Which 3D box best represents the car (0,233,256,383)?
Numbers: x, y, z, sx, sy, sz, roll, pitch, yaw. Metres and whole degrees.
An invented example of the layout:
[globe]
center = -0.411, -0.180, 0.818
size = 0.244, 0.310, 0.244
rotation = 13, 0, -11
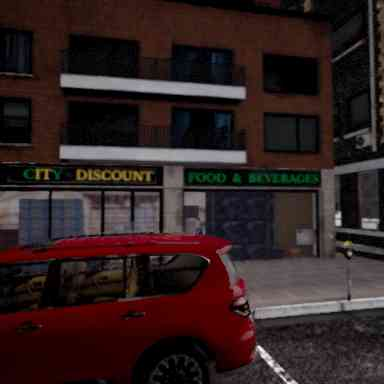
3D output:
[car]
center = -1.681, 1.529, 4.192
size = 5.009, 1.841, 2.192
rotation = -1, -1, -12
